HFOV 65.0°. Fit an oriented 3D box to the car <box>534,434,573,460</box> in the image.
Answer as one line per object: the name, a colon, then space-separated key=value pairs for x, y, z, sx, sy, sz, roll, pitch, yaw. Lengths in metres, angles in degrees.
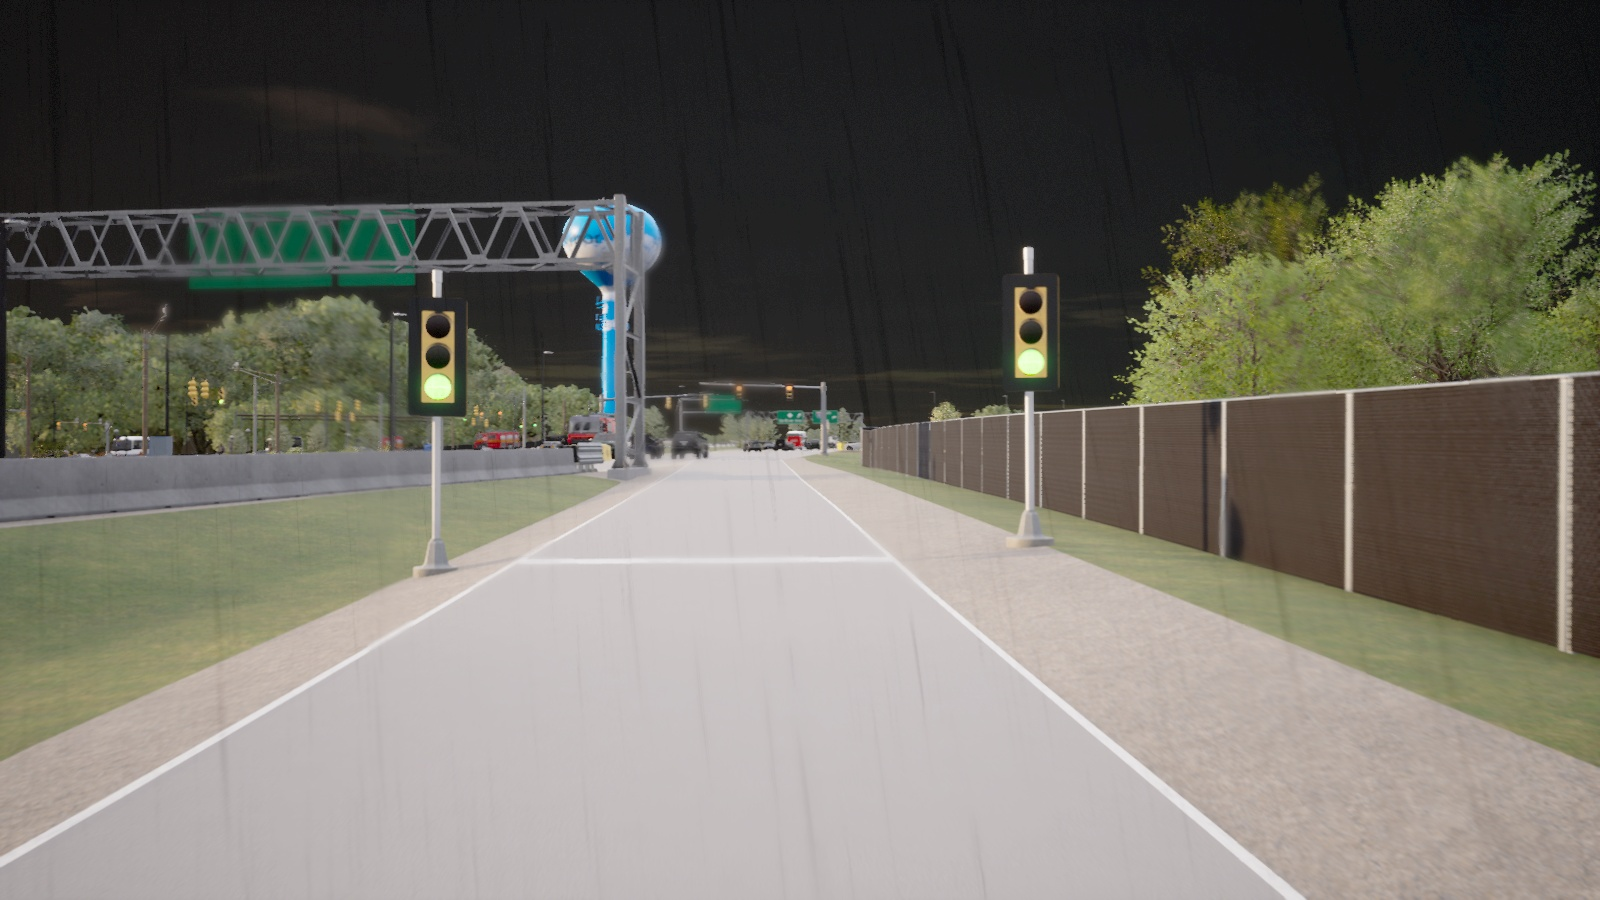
car: x=-18.441 y=-0.248 z=94.150 sx=1.905 sy=1.878 sz=3.866 roll=0 pitch=0 yaw=5

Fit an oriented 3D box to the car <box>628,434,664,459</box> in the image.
car: x=-11.451 y=-0.262 z=93.728 sx=1.905 sy=1.878 sz=3.866 roll=0 pitch=0 yaw=5

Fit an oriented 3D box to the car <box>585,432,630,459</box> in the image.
car: x=-14.731 y=-0.345 z=96.442 sx=2.150 sy=2.045 sz=5.566 roll=0 pitch=0 yaw=5

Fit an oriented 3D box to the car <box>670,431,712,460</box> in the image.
car: x=-8.026 y=-0.342 z=92.701 sx=2.150 sy=2.045 sz=5.566 roll=0 pitch=0 yaw=5
